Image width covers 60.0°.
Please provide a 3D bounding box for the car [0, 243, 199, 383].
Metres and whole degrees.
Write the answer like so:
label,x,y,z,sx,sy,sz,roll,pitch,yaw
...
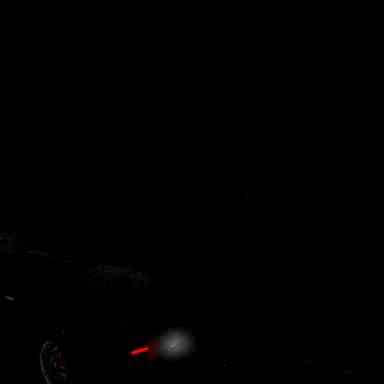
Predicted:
label,x,y,z,sx,sy,sz,roll,pitch,yaw
car,-2.068,1.548,5.158,4.674,1.442,1.812,0,0,35
